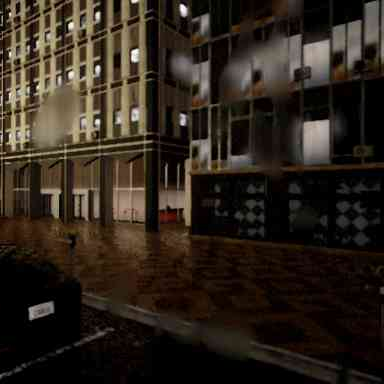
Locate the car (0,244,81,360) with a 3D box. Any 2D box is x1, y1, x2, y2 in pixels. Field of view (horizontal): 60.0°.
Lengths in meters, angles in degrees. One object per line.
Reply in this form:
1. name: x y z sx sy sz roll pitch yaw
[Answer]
1. car: -3.605 1.530 5.450 4.313 1.339 1.947 0 0 36
